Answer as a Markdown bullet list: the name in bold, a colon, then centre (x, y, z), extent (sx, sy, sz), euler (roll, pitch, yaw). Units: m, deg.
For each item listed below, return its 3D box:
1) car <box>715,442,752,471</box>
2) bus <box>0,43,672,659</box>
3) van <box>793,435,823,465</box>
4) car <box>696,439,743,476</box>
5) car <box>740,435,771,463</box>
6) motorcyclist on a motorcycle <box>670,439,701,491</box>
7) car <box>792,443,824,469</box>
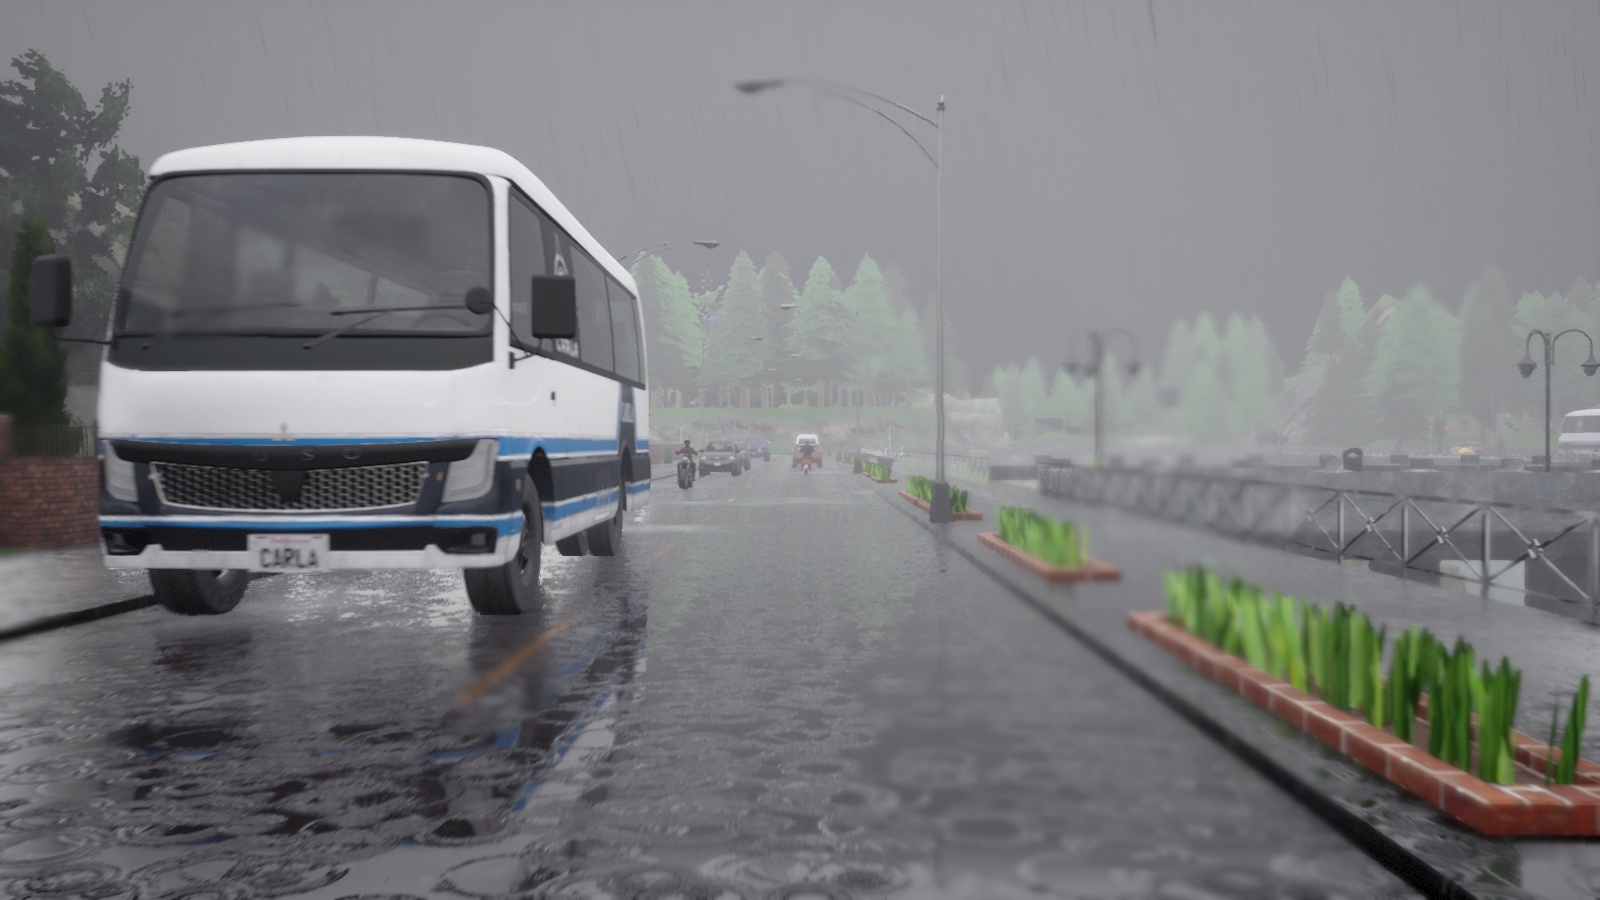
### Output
- **car**: centre (-3.553, 0.337, 68.060), extent (1.789, 1.549, 3.705), euler (0, 0, 0)
- **bus**: centre (-3.899, -0.711, 13.817), extent (3.944, 4.253, 10.273), euler (0, 0, 0)
- **van**: centre (0.578, -0.032, 89.442), extent (2.069, 2.038, 4.480), euler (0, 1, 1)
- **car**: centre (-3.622, 0.319, 57.034), extent (1.851, 1.617, 3.988), euler (0, 0, 0)
- **car**: centre (-3.372, -0.084, 96.629), extent (2.150, 2.045, 5.566), euler (0, 0, 0)
- **motorcyclist on a motorcycle**: centre (-3.716, 0.462, 40.909), extent (0.766, 1.649, 2.350), euler (0, 1, 1)
- **car**: centre (0.480, 0.346, 73.291), extent (1.845, 1.501, 3.633), euler (0, 0, 0)
